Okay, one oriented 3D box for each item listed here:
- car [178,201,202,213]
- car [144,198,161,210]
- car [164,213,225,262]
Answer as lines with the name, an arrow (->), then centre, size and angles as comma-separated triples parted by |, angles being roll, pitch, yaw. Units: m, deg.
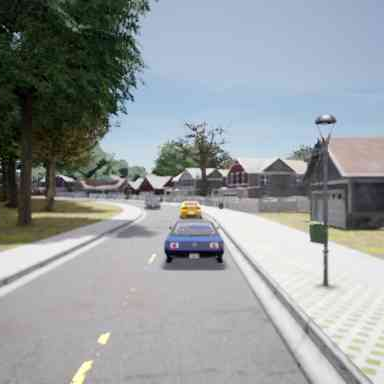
car -> -0.204, 1.589, 30.513 | 1.882, 1.535, 5.008 | 0, 0, -4
car -> -5.338, 1.608, 44.798 | 1.837, 1.490, 4.892 | 0, 0, -14
car -> 0.080, 1.665, 12.315 | 1.895, 1.301, 4.718 | 0, 0, 0
